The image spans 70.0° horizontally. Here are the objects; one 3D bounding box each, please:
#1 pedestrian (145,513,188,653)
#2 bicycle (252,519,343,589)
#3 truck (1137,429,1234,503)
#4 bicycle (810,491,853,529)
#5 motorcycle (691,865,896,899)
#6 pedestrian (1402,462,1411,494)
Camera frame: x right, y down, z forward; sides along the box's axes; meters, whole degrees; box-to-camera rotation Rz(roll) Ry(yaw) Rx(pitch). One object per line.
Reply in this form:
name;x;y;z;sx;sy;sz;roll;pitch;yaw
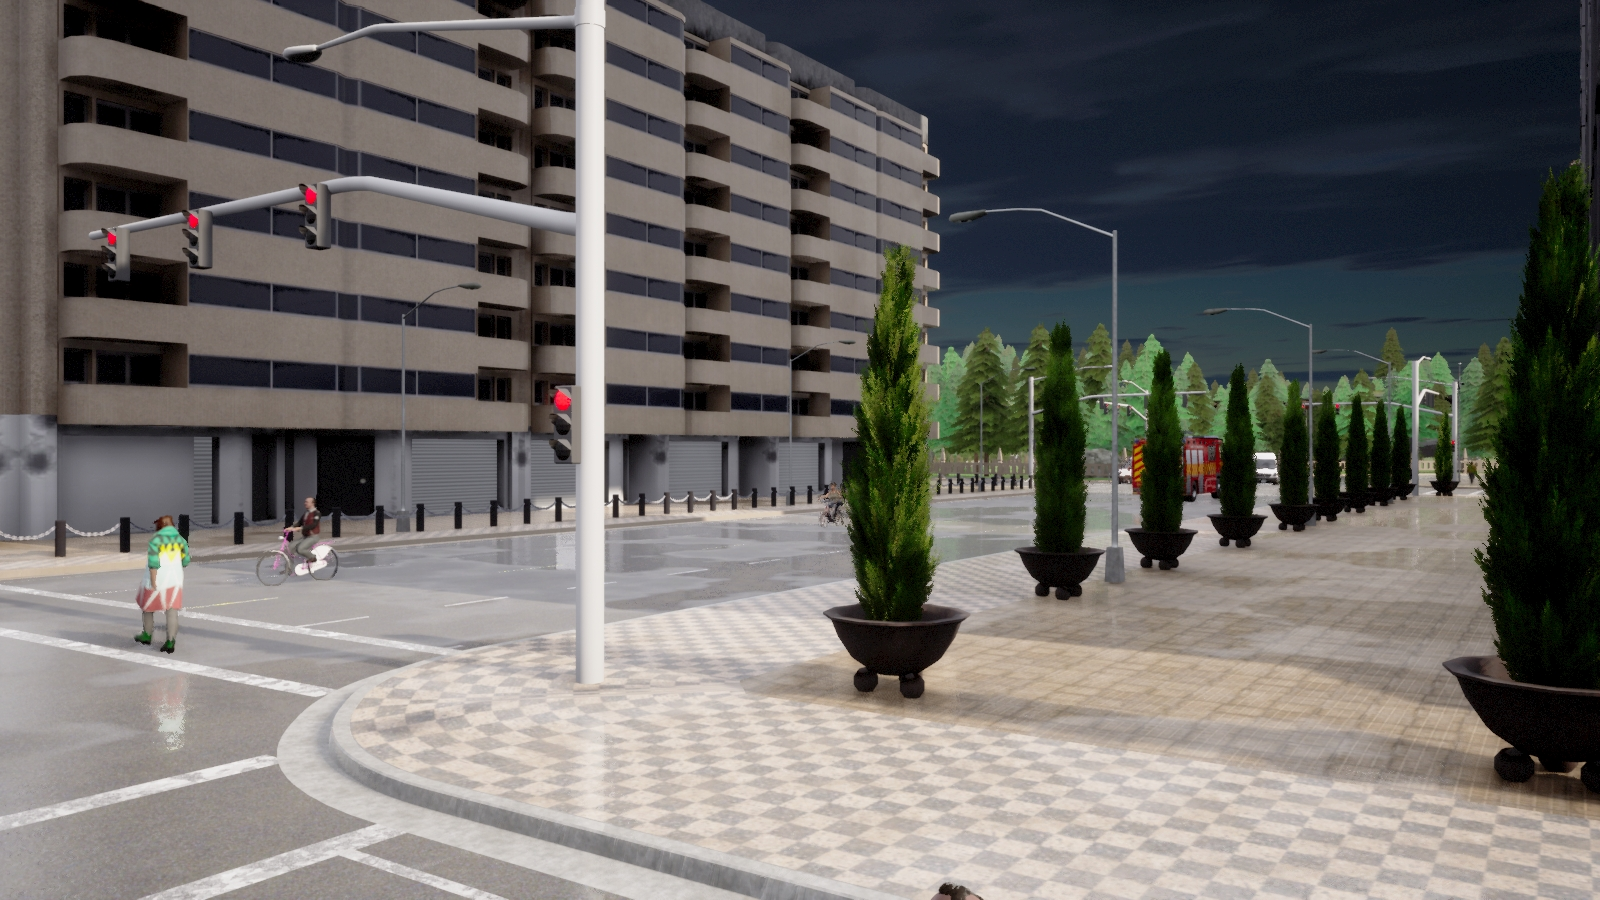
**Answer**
pedestrian;-8.677;1.804;15.649;0.375;1.860;0.375;0;0;34
bicycle;-10.274;2.105;23.419;0.329;1.271;1.835;0;0;33
truck;21.438;0.835;63.219;2.891;3.827;8.468;0;0;34
bicycle;1.123;2.102;40.336;0.859;1.276;1.487;0;0;34
motorcycle;0.516;2.205;3.364;2.209;1.251;0.867;0;0;34
pedestrian;35.492;1.639;66.877;0.375;1.860;0.375;0;0;-45
